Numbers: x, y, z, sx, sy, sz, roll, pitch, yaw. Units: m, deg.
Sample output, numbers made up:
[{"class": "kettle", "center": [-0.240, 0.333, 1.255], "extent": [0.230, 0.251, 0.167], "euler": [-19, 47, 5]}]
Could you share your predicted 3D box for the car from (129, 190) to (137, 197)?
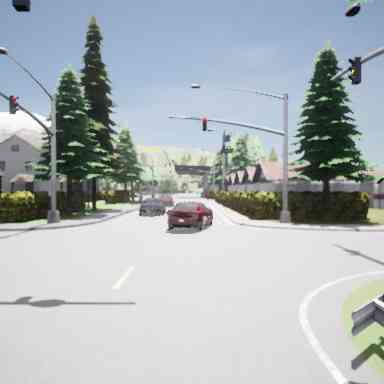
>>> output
[{"class": "car", "center": [-16.552, 0.428, 84.887], "extent": [3.866, 1.878, 1.905], "euler": [0, 0, 0]}]

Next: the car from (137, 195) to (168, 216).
[{"class": "car", "center": [-3.509, 1.276, 29.745], "extent": [1.837, 1.490, 4.892], "euler": [0, 0, 1]}]

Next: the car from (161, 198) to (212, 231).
[{"class": "car", "center": [-0.023, 1.326, 19.676], "extent": [1.882, 1.535, 5.008], "euler": [2, 1, 13]}]

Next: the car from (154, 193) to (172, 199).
[{"class": "car", "center": [-3.465, 1.143, 43.746], "extent": [1.882, 1.535, 5.008], "euler": [0, 1, 0]}]
